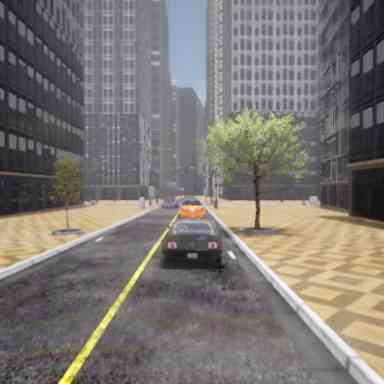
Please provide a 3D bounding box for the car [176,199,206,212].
[{"bbox_3d":[0.046,1.394,27.644,2.097,1.767,4.553,0,0,1],"label":"car"}]

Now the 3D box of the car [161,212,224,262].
[{"bbox_3d":[0.039,1.617,12.124,1.895,1.301,4.718,0,0,1],"label":"car"}]

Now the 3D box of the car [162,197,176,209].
[{"bbox_3d":[-3.046,1.435,46.614,2.097,1.767,4.553,0,0,1],"label":"car"}]
